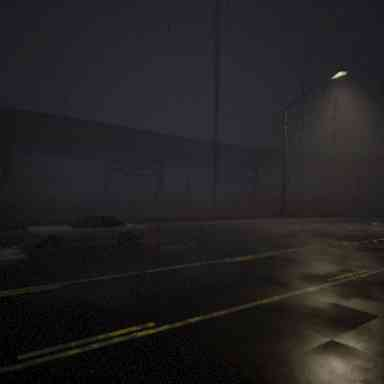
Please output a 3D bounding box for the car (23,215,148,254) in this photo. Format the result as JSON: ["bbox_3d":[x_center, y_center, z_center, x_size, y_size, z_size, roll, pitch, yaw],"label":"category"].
[{"bbox_3d":[-4.345,1.641,13.806,4.718,1.301,1.895,1,0,-36],"label":"car"}]
